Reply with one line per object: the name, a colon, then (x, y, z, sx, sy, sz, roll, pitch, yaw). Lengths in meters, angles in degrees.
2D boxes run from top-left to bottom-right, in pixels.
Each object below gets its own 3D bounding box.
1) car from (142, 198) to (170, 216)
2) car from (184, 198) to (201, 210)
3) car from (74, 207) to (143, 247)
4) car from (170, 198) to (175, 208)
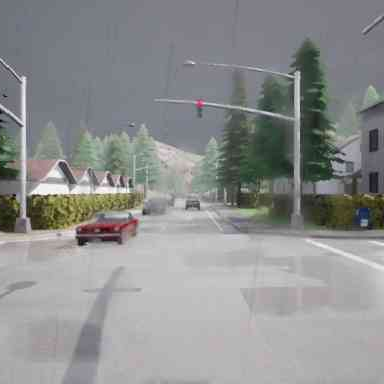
car: (-3.594, 1.362, 32.367, 2.097, 1.767, 4.553, 0, 0, 0)
car: (0.100, 1.518, 43.289, 1.837, 1.490, 4.892, 0, 0, 0)
car: (-3.614, 1.554, 14.899, 1.895, 1.301, 4.718, -1, 0, 0)
car: (-3.500, 1.569, 49.568, 2.033, 1.411, 5.357, 0, 0, 0)
